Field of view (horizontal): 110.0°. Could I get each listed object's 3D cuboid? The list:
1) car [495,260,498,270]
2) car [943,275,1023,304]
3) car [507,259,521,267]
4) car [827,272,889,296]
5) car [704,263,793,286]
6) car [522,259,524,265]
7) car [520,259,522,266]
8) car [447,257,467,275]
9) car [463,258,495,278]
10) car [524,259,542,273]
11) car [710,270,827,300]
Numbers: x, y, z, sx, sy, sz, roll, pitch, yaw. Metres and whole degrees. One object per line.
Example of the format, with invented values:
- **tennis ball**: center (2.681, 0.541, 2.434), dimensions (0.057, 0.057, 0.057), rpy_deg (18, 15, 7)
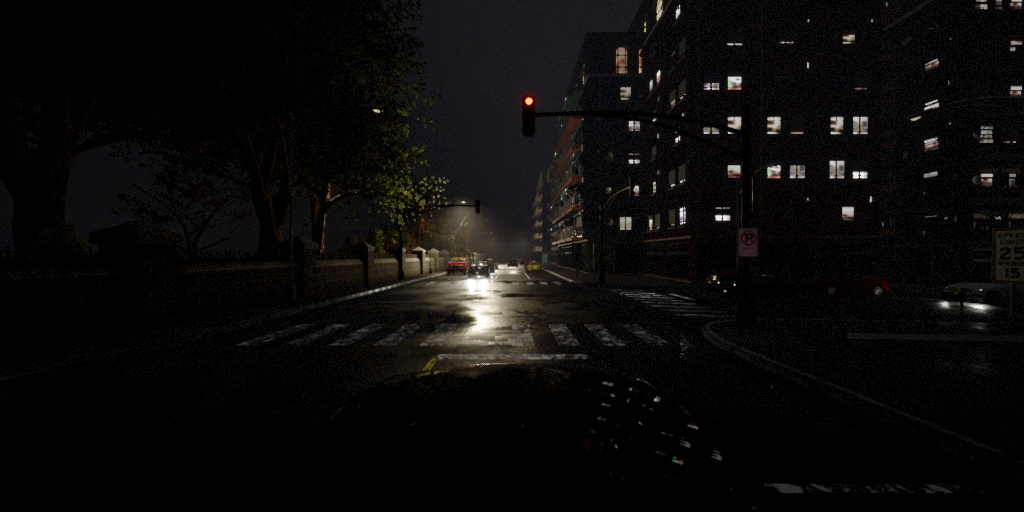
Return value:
- **car**: center (-3.067, 1.263, 43.676), dimensions (1.837, 1.490, 4.892), rpy_deg (0, 0, 0)
- **car**: center (26.390, 1.772, 19.399), dimensions (4.674, 1.442, 1.812), rpy_deg (1, 0, 0)
- **car**: center (0.145, 1.320, 64.342), dimensions (2.033, 1.411, 5.357), rpy_deg (0, 0, -1)
- **car**: center (20.307, 1.671, 21.980), dimensions (4.507, 1.381, 1.888), rpy_deg (0, 0, 0)
- **car**: center (14.612, 1.338, 21.966), dimensions (5.009, 1.841, 2.192), rpy_deg (0, 0, 0)
- **car**: center (2.725, 1.307, 49.631), dimensions (1.888, 1.381, 4.507), rpy_deg (0, 0, 0)
- **car**: center (2.729, 1.316, 55.166), dimensions (2.007, 1.370, 4.403), rpy_deg (0, 0, 0)
- **car**: center (-5.664, 1.070, 38.566), dimensions (2.192, 1.841, 5.009), rpy_deg (0, 0, 0)
- **car**: center (-3.078, 1.245, 34.325), dimensions (2.128, 1.511, 4.902), rpy_deg (0, 0, 0)
- **car**: center (2.721, 1.283, 44.266), dimensions (1.751, 1.417, 4.829), rpy_deg (0, 0, 0)
- **car**: center (13.716, 1.618, 19.370), dimensions (4.718, 1.301, 1.895), rpy_deg (1, 0, 0)
